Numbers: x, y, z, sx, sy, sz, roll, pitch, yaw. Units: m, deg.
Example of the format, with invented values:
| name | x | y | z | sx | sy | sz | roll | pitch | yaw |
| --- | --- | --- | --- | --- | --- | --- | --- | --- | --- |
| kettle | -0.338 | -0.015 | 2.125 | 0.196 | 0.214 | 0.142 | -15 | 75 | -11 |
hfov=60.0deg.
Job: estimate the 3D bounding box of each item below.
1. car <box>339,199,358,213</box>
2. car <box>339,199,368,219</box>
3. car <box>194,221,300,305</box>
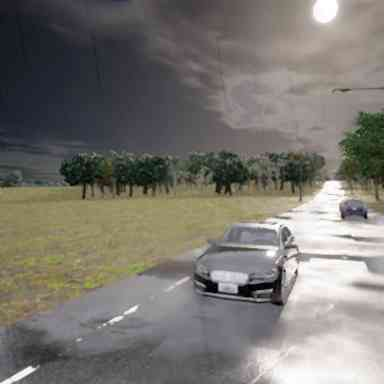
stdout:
| name | x | y | z | sx | sy | sz | roll | pitch | yaw |
| --- | --- | --- | --- | --- | --- | --- | --- | --- | --- |
| car | 19.101 | 1.626 | 40.682 | 1.882 | 1.535 | 5.008 | 0 | 0 | 23 |
| car | 15.112 | 1.493 | 31.194 | 2.097 | 1.767 | 4.553 | 0 | 0 | 23 |
| car | 1.625 | 1.537 | 8.457 | 2.128 | 1.511 | 4.902 | 0 | 0 | 23 |
